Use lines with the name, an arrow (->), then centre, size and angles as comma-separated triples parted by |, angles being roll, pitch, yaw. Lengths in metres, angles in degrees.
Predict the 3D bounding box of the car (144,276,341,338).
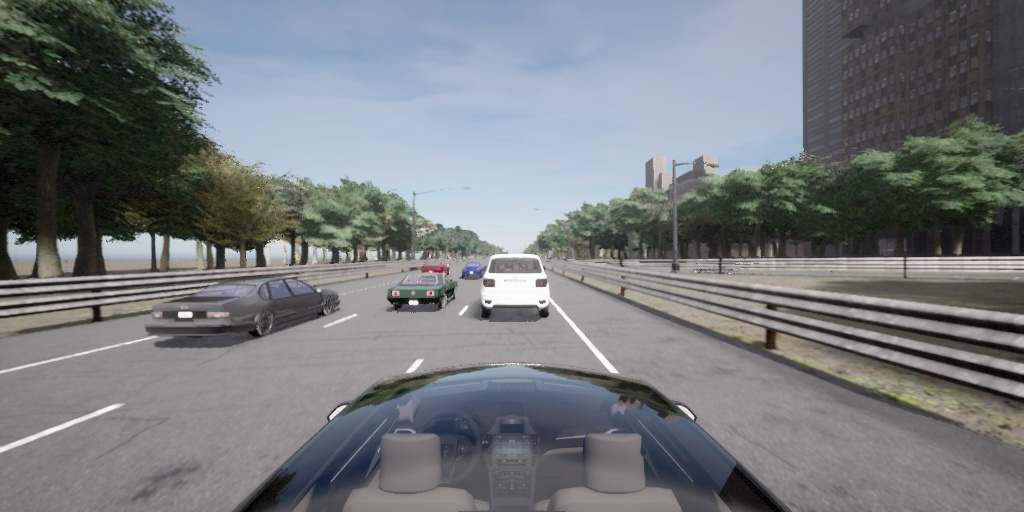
car -> -6.903, 1.282, 10.083 | 2.033, 1.411, 5.357 | 0, 0, 0

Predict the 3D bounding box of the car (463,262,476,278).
car -> -3.409, 1.219, 32.414 | 1.812, 1.442, 4.674 | 0, 0, 0

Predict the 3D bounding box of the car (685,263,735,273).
car -> 19.601, 0.906, 35.591 | 1.812, 1.442, 4.674 | 0, -1, -32

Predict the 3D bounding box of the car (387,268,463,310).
car -> -3.404, 1.328, 14.655 | 1.895, 1.301, 4.718 | 0, 0, 0

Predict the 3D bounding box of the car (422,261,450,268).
car -> -6.906, 1.170, 32.862 | 1.882, 1.535, 5.008 | 0, 0, 0

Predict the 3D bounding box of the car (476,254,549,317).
car -> 0.097, 0.952, 13.168 | 2.150, 2.045, 5.566 | 0, 0, 0
